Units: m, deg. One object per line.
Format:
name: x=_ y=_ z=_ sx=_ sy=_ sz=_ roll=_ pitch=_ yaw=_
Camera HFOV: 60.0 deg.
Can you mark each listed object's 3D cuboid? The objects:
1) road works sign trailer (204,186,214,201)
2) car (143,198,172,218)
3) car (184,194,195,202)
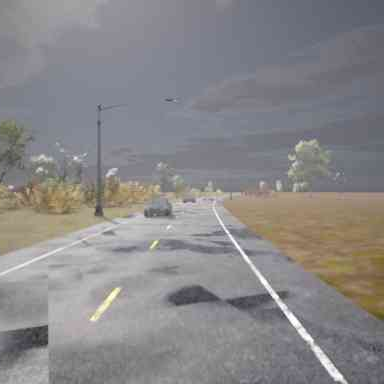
road works sign trailer: x=4.301 y=0.371 z=84.779 sx=2.380 sy=3.560 sz=2.880 roll=0 pitch=0 yaw=6
car: x=-3.017 y=1.324 z=30.048 sx=2.097 sy=1.767 sz=4.553 roll=0 pitch=0 yaw=2
car: x=-0.477 y=1.246 z=70.960 sx=2.097 sy=1.767 sz=4.553 roll=0 pitch=0 yaw=5
